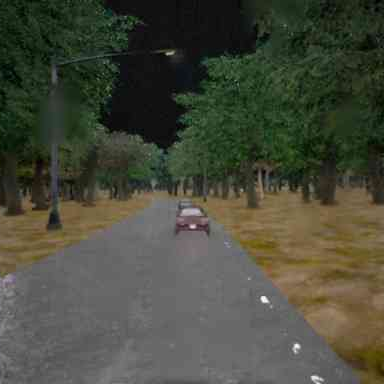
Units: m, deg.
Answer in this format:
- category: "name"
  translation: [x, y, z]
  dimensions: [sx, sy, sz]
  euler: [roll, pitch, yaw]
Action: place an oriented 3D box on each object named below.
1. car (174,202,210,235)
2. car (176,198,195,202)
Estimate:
- category: "car"
  translation: [-0.004, 1.496, 18.490]
  dimensions: [1.812, 1.442, 4.674]
  euler: [0, 0, -1]
- category: "car"
  translation: [-0.701, 1.415, 37.657]
  dimensions: [2.128, 1.511, 4.902]
  euler: [0, 0, -3]
